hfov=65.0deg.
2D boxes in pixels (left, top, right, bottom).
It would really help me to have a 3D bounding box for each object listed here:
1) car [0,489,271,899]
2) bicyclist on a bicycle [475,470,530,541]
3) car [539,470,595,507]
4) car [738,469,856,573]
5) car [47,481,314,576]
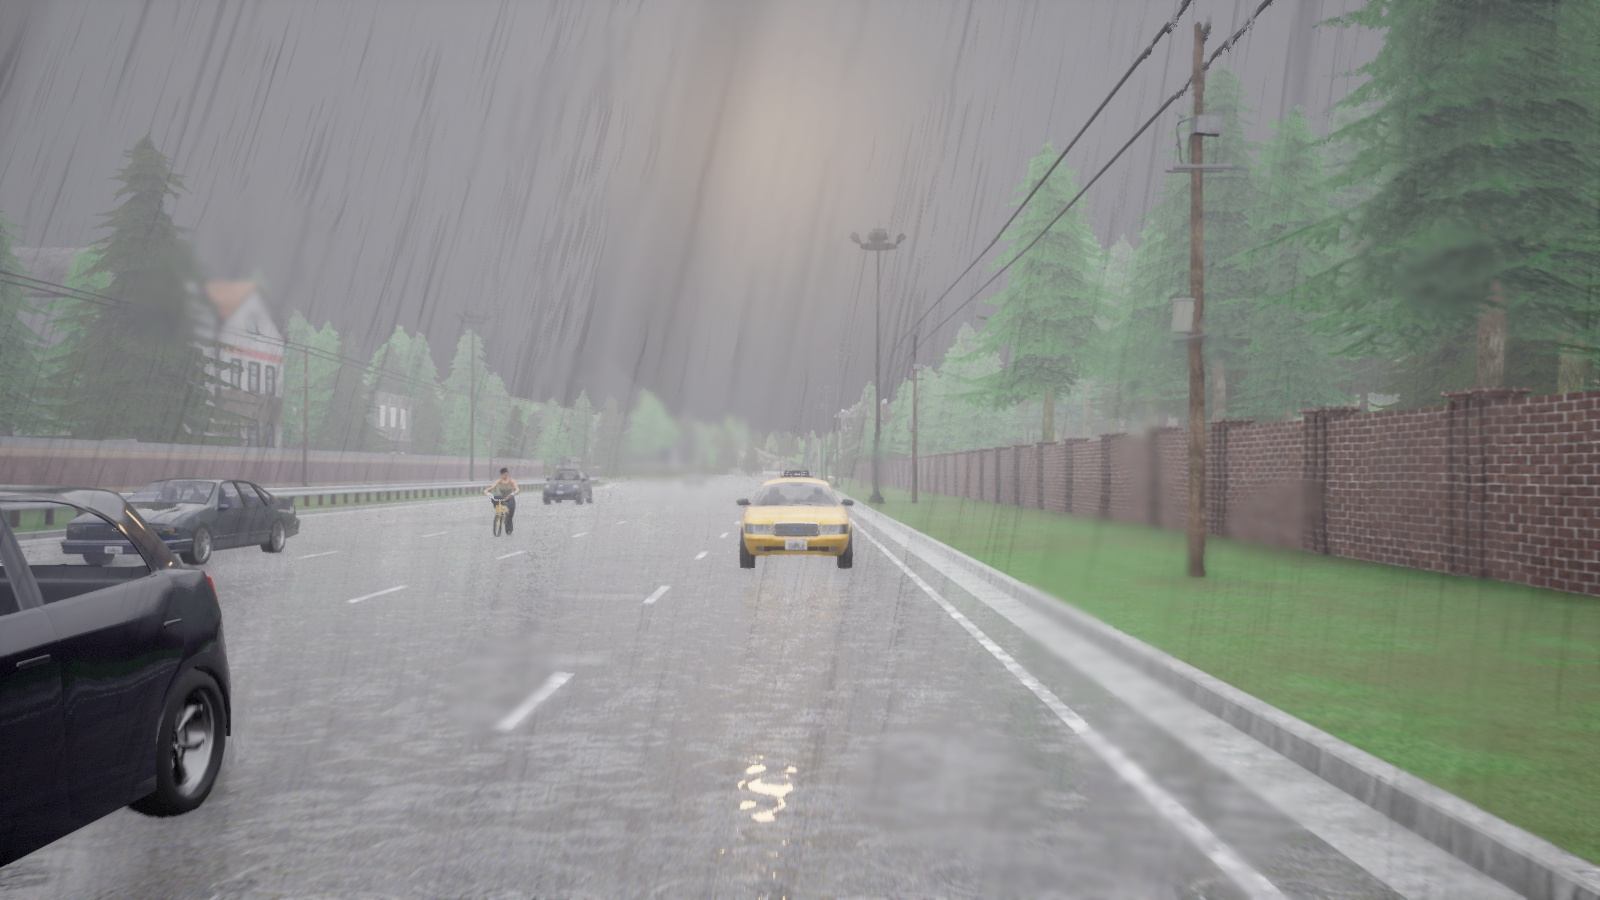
[{"bbox_3d":[-3.511,0.915,4.325,1.845,1.501,3.633,0,-1,0],"label":"car"},{"bbox_3d":[-6.958,1.274,29.452,0.866,1.612,1.509,0,-1,2],"label":"bicyclist on a bicycle"},{"bbox_3d":[-10.639,1.722,57.576,1.851,1.617,3.988,0,-1,0],"label":"car"},{"bbox_3d":[-0.053,1.120,21.794,1.801,1.575,5.366,0,-1,0],"label":"car"},{"bbox_3d":[-10.553,1.273,21.976,2.033,1.411,5.357,0,-1,0],"label":"car"}]
